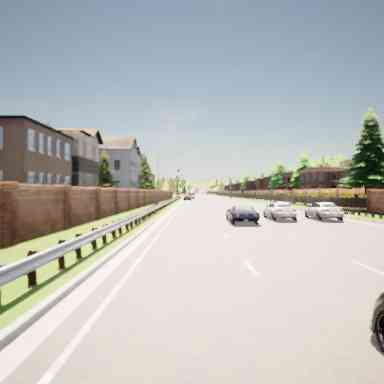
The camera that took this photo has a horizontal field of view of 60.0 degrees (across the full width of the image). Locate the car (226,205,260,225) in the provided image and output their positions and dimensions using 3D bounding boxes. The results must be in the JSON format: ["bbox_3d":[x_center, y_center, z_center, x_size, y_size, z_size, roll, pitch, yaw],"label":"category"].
[{"bbox_3d":[3.601,1.607,24.357,1.895,1.301,4.718,0,0,0],"label":"car"}]

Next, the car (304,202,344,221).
[{"bbox_3d":[10.586,1.533,26.891,1.812,1.442,4.674,0,0,0],"label":"car"}]

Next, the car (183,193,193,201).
[{"bbox_3d":[-1.227,1.548,84.463,1.812,1.442,4.674,0,0,0],"label":"car"}]

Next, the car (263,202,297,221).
[{"bbox_3d":[7.086,1.533,26.950,1.812,1.442,4.674,0,0,0],"label":"car"}]

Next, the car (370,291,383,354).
[{"bbox_3d":[3.600,1.565,3.183,1.994,1.385,4.181,0,0,0],"label":"car"}]
